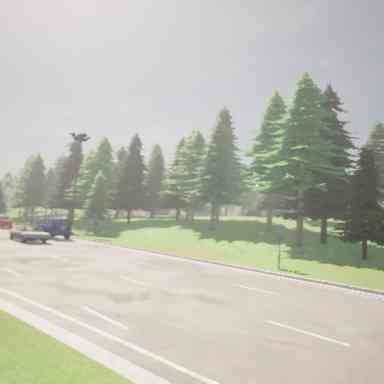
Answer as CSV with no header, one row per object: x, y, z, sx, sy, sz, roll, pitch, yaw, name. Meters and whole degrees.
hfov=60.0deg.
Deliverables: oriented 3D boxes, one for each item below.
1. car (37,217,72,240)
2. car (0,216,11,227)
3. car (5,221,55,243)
-13.885,3.560,32.902,2.150,2.045,5.566,9,-7,-44,car
-26.353,4.013,45.651,2.097,1.767,4.553,9,-8,-44,car
-13.445,3.443,27.362,1.895,1.301,4.718,9,-7,-43,car
